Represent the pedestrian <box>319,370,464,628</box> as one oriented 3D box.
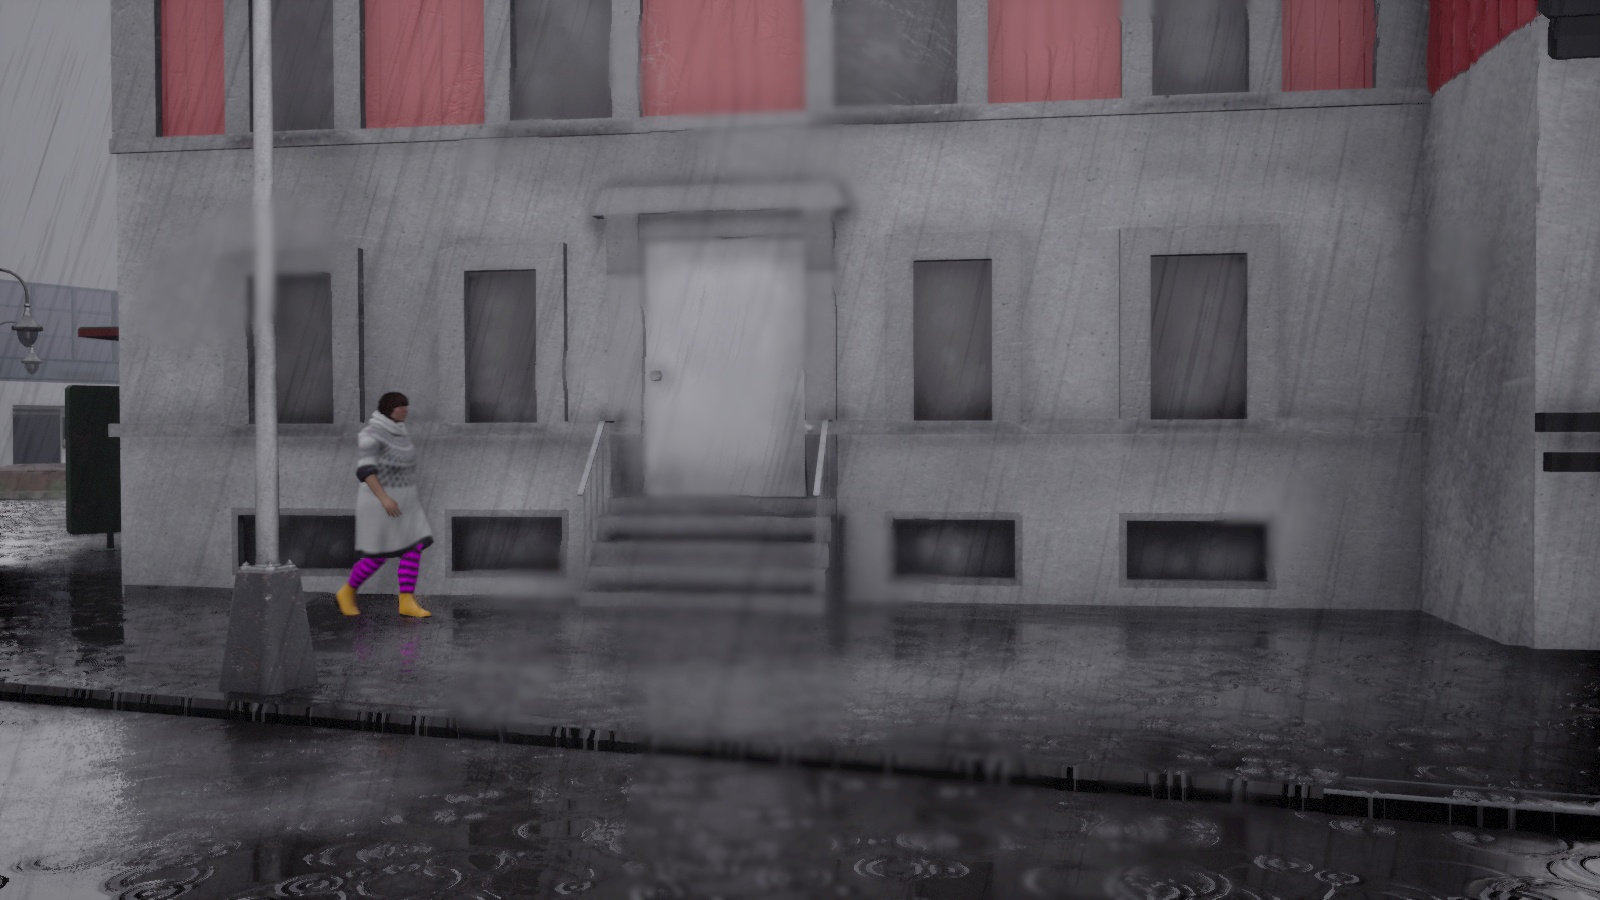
[{"bbox_3d":[-3.226,0.365,9.949,0.873,1.952,0.659,1,1,21],"label":"pedestrian"}]
